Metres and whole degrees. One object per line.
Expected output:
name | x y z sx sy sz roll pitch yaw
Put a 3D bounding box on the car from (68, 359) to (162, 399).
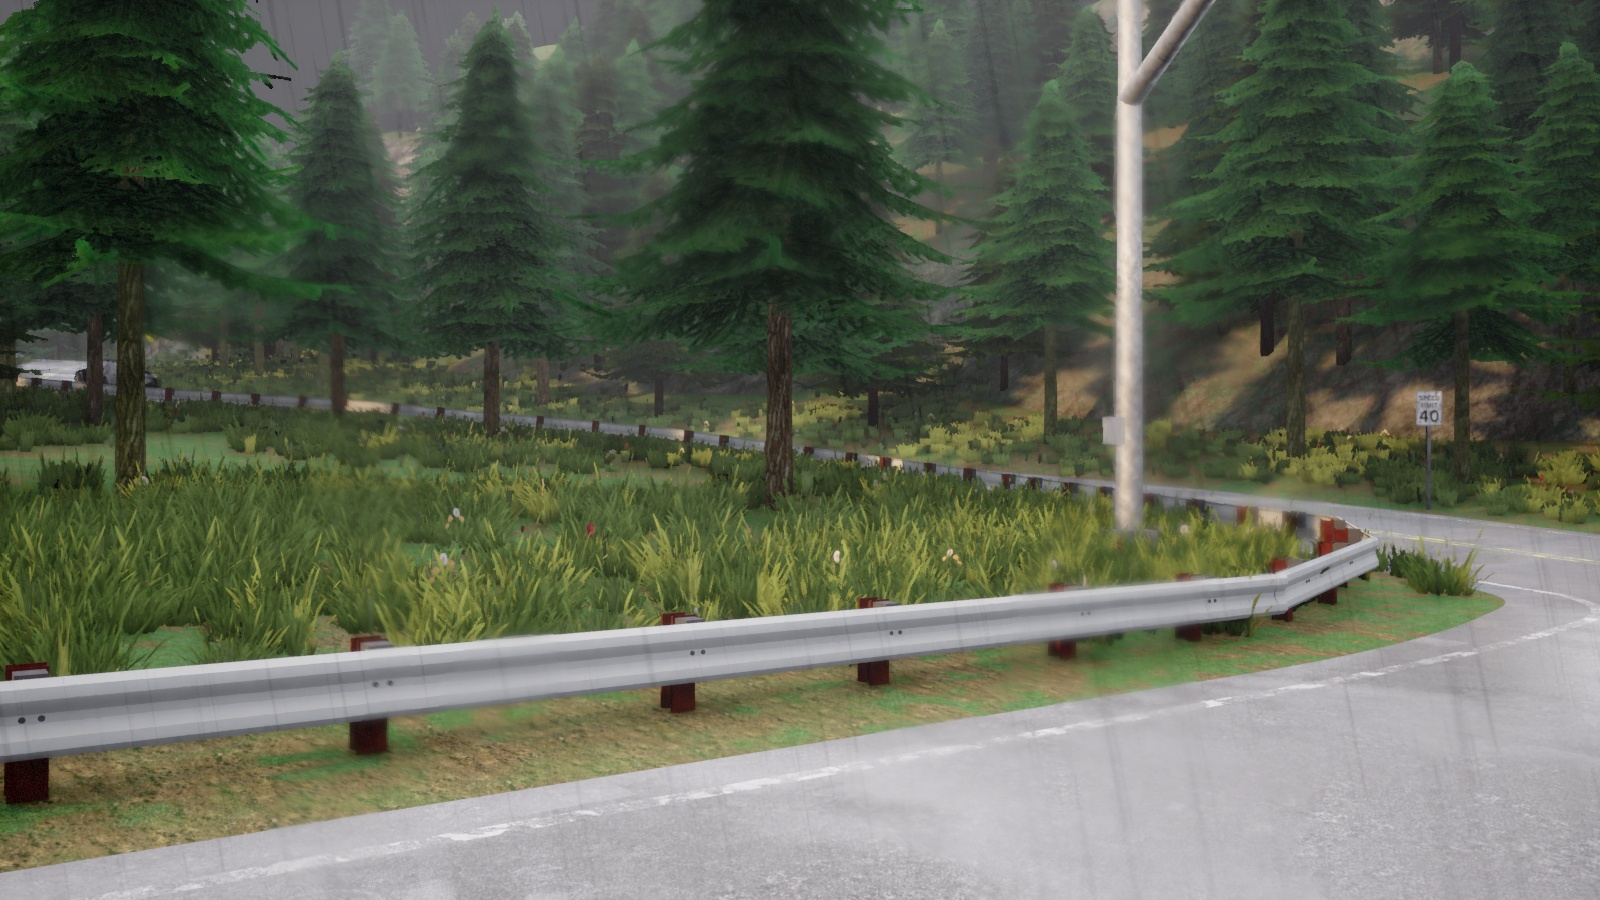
car | -27.981 -2.902 51.259 4.181 1.385 1.994 6 4 40
